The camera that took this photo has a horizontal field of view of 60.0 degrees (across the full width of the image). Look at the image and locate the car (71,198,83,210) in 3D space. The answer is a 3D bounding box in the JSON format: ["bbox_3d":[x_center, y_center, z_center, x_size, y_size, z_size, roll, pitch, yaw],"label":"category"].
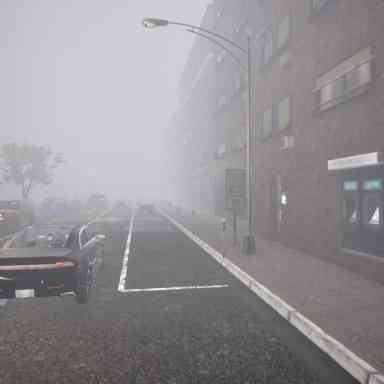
[{"bbox_3d":[-14.673,1.590,42.231,1.802,1.307,4.206,0,0,-9],"label":"car"}]

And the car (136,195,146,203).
[{"bbox_3d":[-11.045,1.416,71.478,1.967,1.590,4.097,1,0,-9],"label":"car"}]

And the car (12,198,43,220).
[{"bbox_3d":[-10.963,1.327,19.952,2.192,1.841,5.009,0,0,-9],"label":"car"}]

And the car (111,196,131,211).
[{"bbox_3d":[-8.687,1.530,41.280,1.812,1.442,4.674,0,0,-9],"label":"car"}]

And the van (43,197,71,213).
[{"bbox_3d":[-12.817,1.353,31.091,1.690,1.788,3.998,0,0,-9],"label":"van"}]

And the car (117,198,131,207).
[{"bbox_3d":[-10.370,1.599,51.143,1.895,1.301,4.718,0,0,-9],"label":"car"}]

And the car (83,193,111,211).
[{"bbox_3d":[-11.946,1.227,42.188,2.150,2.045,5.566,0,0,-9],"label":"car"}]

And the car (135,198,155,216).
[{"bbox_3d":[-4.555,1.556,32.487,2.008,1.369,4.403,0,0,-9],"label":"car"}]

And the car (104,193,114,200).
[{"bbox_3d":[-23.016,1.264,92.359,2.192,1.841,5.009,1,0,-9],"label":"car"}]

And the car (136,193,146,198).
[{"bbox_3d":[-10.118,1.422,65.909,1.967,1.590,4.097,0,0,-9],"label":"car"}]

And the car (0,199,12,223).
[{"bbox_3d":[-10.035,1.325,14.382,2.192,1.841,5.009,0,0,-9],"label":"car"}]

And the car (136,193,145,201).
[{"bbox_3d":[-12.898,1.276,82.617,2.192,1.841,5.009,1,0,-9],"label":"car"}]

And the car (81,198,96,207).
[{"bbox_3d":[-16.528,1.581,53.371,1.802,1.307,4.206,1,0,-9],"label":"car"}]

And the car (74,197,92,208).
[{"bbox_3d":[-15.573,1.529,47.633,1.752,1.417,4.829,0,0,-9],"label":"car"}]

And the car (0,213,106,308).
[{"bbox_3d":[-3.210,1.495,7.989,2.128,1.511,4.902,0,0,-9],"label":"car"}]
